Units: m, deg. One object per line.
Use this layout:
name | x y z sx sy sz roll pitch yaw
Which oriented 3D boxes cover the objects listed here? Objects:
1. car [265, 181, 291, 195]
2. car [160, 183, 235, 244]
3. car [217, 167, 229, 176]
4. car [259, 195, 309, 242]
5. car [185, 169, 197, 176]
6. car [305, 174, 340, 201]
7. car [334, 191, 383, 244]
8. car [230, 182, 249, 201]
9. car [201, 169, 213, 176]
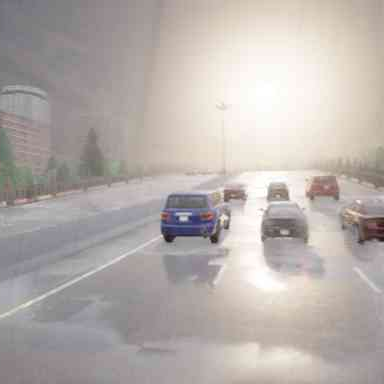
car | 7.329 -0.194 28.528 1.837 1.490 4.892 -1 6 14
car | 0.340 0.884 14.515 2.150 2.045 5.566 -1 3 14
car | 6.605 -4.473 70.348 2.097 1.767 4.553 -1 6 14
car | 3.835 1.121 14.044 1.812 1.442 4.674 -1 3 14
car | -0.164 -4.187 72.124 1.994 1.385 4.181 -1 6 14
car | 10.658 -0.508 27.433 2.150 2.045 5.566 -1 6 14
car | 7.254 1.017 13.295 1.882 1.535 5.008 -1 3 14
car | 3.875 -0.151 29.144 1.882 1.535 5.008 -1 6 14
car | 3.237 -4.238 71.299 1.994 1.385 4.181 -1 6 14
